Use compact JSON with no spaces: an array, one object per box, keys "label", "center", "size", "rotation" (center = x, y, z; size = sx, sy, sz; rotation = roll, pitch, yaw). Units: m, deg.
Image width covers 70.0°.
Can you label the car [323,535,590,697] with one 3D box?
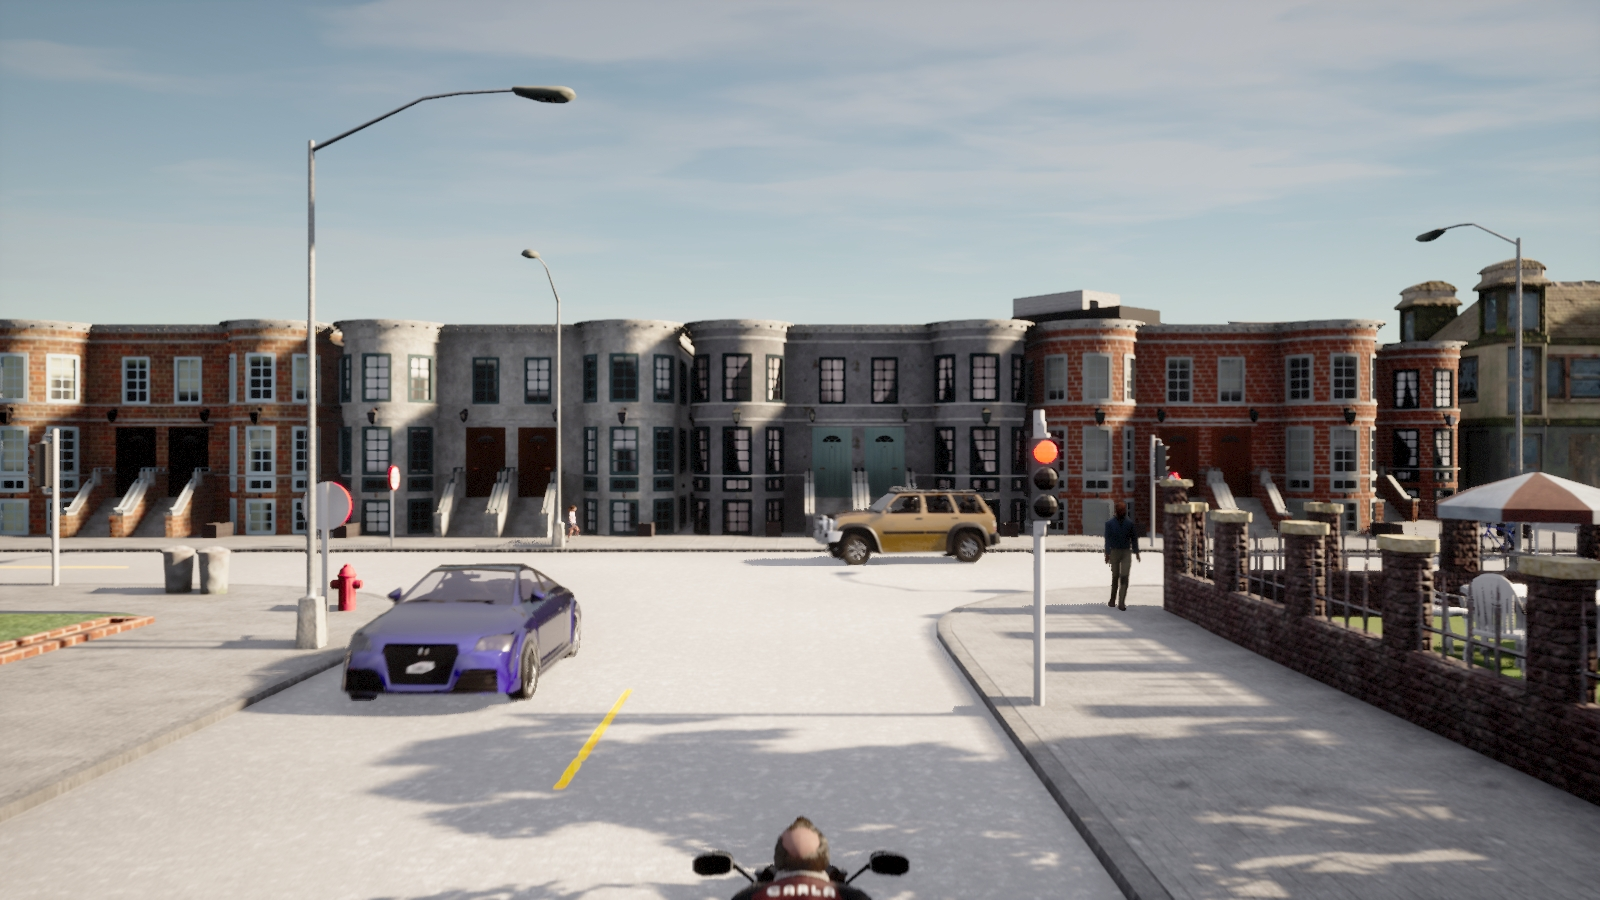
[{"label":"car","center":[-3.989,1.896,14.075],"size":[1.994,1.385,4.181],"rotation":[0,0,1]}]

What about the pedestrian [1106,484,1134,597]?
[{"label":"pedestrian","center":[5.363,1.513,19.155],"size":[0.375,1.860,0.375],"rotation":[0,0,4]}]

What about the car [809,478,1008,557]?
[{"label":"car","center":[2.679,1.639,28.666],"size":[4.605,1.855,1.932],"rotation":[0,-1,-10]}]

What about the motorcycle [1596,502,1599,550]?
[{"label":"motorcycle","center":[21.478,1.958,29.102],"size":[1.805,1.236,0.856],"rotation":[0,0,0]}]

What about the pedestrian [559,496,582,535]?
[{"label":"pedestrian","center":[-6.649,1.900,33.103],"size":[0.500,1.100,0.500],"rotation":[0,0,10]}]
